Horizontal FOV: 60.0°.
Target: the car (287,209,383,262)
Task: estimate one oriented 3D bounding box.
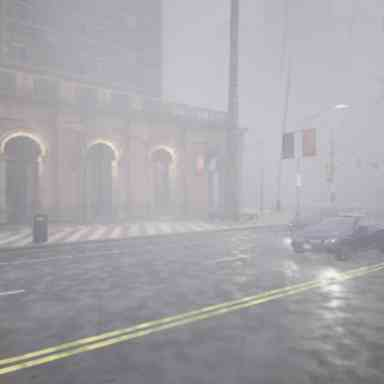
[{"bbox_3d":[5.694,1.537,12.333,4.674,1.442,1.812,0,0,-35],"label":"car"}]

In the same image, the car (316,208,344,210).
[{"bbox_3d":[7.501,1.564,17.888,5.357,1.411,2.033,0,0,-35],"label":"car"}]
